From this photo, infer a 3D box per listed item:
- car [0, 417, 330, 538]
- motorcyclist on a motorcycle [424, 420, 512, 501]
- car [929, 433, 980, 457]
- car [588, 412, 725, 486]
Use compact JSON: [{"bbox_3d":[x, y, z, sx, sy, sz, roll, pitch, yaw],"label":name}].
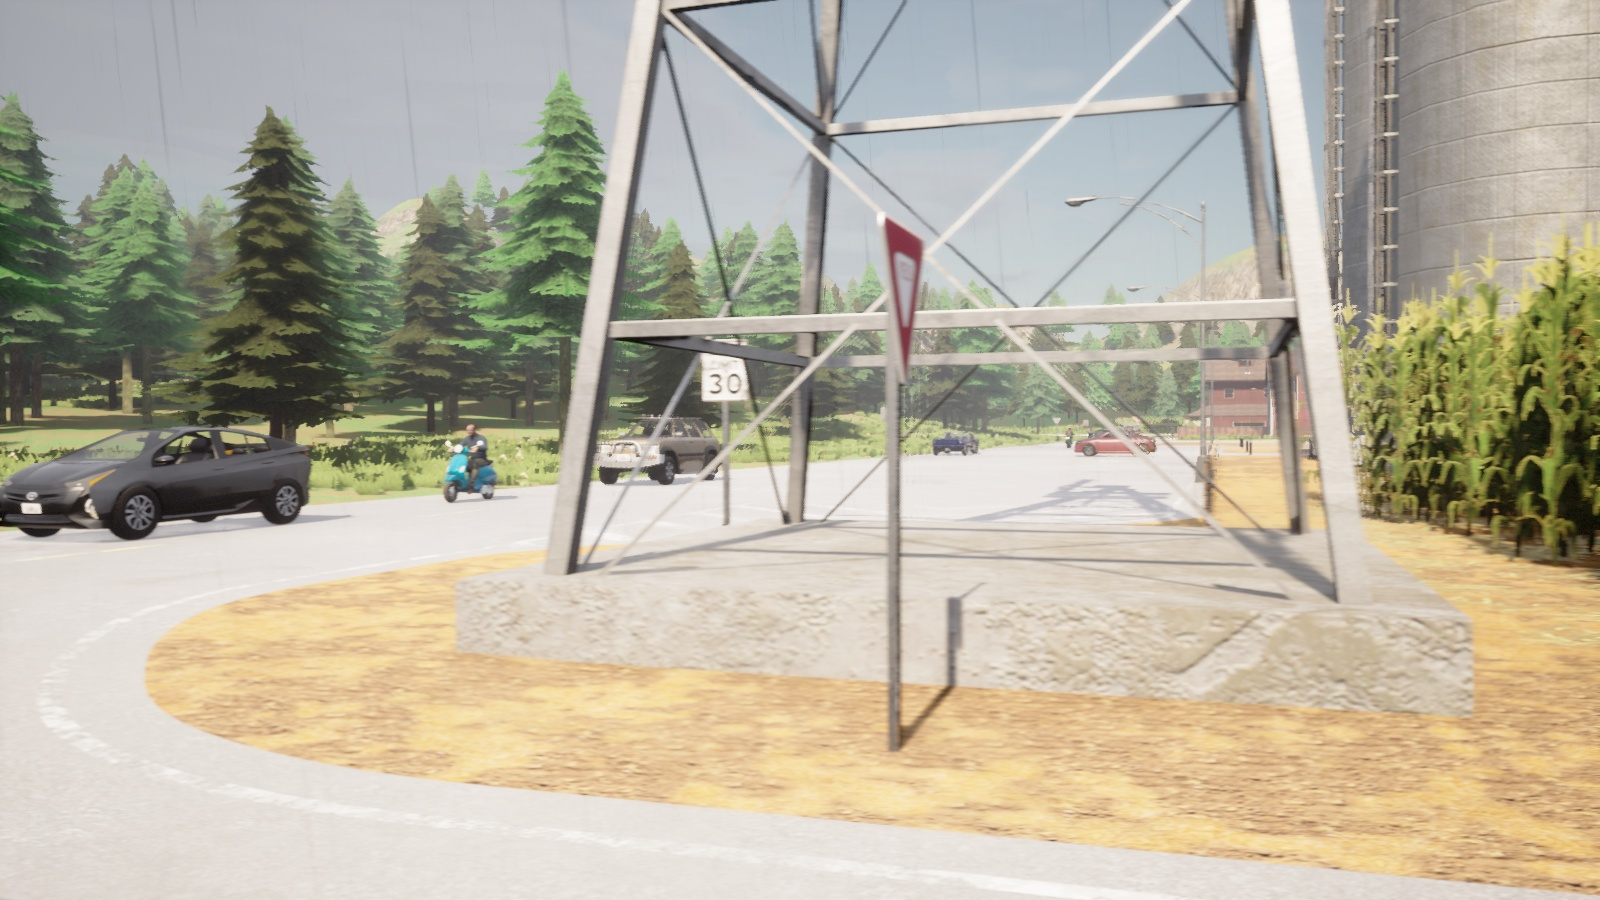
[{"bbox_3d":[-9.225,0.306,18.331,2.007,1.525,4.514,1,1,19],"label":"car"},{"bbox_3d":[-6.742,0.205,25.585,0.866,1.590,1.817,1,0,19],"label":"motorcyclist on a motorcycle"},{"bbox_3d":[8.780,-0.314,70.941,1.895,1.301,4.718,1,1,19],"label":"car"},{"bbox_3d":[-3.808,-0.057,34.158,1.932,1.855,4.605,1,1,19],"label":"car"}]
